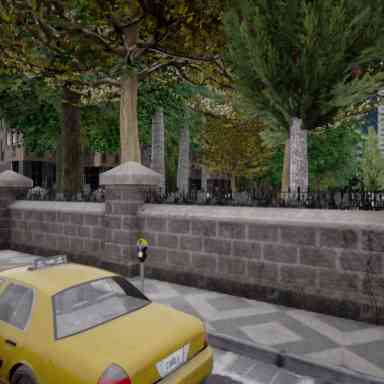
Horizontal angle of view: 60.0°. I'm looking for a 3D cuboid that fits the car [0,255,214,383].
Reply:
[{"bbox_3d":[-2.052,1.525,4.419,4.829,1.417,1.752,0,0,35],"label":"car"}]
